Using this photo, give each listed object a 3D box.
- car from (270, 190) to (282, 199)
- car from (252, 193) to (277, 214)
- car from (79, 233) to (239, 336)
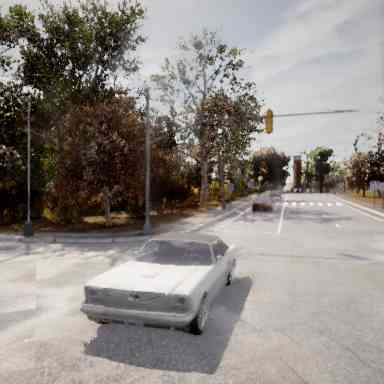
[{"bbox_3d":[14.074,0.367,56.182,1.994,1.385,4.181,0,2,17],"label":"car"},{"bbox_3d":[6.806,1.161,31.631,1.882,1.535,5.008,0,2,16],"label":"car"},{"bbox_3d":[-0.260,1.607,6.972,1.895,1.301,4.718,0,0,16],"label":"car"}]
